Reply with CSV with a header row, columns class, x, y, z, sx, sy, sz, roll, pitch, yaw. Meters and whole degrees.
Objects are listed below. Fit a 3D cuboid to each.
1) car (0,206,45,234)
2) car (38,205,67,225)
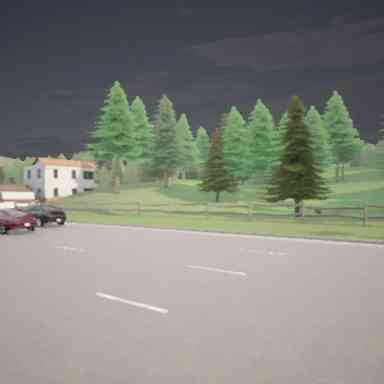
class,x,y,z,sx,sy,sz,roll,pitch,yaw
car,-11.514,1.760,20.789,4.674,1.442,1.812,-1,0,35
car,-11.451,1.767,25.060,4.892,1.490,1.837,0,0,36
